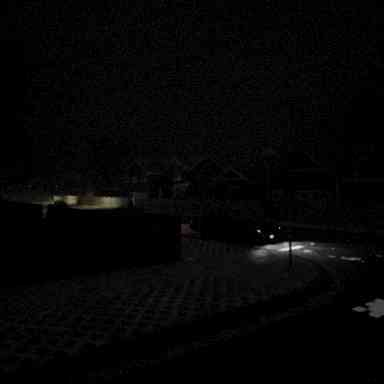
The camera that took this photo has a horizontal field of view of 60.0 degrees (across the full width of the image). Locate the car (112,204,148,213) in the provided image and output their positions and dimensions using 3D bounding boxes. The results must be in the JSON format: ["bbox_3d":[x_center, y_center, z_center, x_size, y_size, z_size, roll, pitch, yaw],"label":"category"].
[{"bbox_3d":[-5.084,1.720,26.985,1.994,1.385,4.181,-2,1,-36],"label":"car"}]

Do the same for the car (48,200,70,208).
[{"bbox_3d":[-18.231,1.812,45.369,2.033,1.411,5.357,-2,1,-35],"label":"car"}]

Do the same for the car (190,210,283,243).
[{"bbox_3d":[2.026,1.631,17.112,2.033,1.411,5.357,-2,1,-36],"label":"car"}]
